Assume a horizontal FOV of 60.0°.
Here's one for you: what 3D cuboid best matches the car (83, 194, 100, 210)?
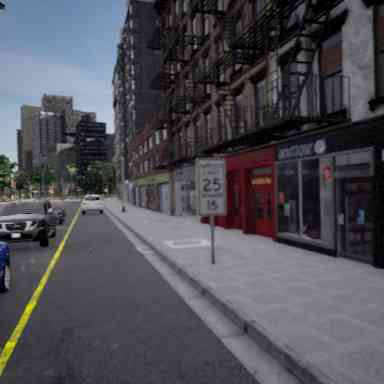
[{"bbox_3d":[-14.427,1.382,47.776,2.150,2.045,5.566,-2,1,-17],"label":"car"}]

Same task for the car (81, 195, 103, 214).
[{"bbox_3d":[-11.312,1.376,37.783,2.150,2.045,5.566,-2,0,-17],"label":"car"}]

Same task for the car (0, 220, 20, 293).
[{"bbox_3d":[-4.805,1.601,6.220,1.882,1.535,5.008,-2,0,-18],"label":"car"}]

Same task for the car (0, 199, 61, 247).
[{"bbox_3d":[-7.825,1.394,15.898,2.150,2.045,5.566,-2,0,-17],"label":"car"}]

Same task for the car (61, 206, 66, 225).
[{"bbox_3d":[-10.854,1.704,25.666,2.128,1.511,4.902,-2,0,-17],"label":"car"}]
